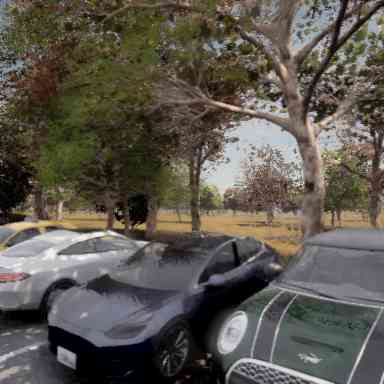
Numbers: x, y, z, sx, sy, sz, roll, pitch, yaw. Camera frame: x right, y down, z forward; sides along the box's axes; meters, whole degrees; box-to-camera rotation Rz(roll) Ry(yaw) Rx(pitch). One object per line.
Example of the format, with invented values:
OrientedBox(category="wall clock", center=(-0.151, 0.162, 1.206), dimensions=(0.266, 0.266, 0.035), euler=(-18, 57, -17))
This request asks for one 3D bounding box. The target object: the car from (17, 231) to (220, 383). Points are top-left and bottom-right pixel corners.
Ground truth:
OrientedBox(category="car", center=(-0.037, 1.516, 5.783), dimensions=(2.163, 1.488, 4.792), euler=(0, 0, 36))

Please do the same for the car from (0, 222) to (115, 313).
OrientedBox(category="car", center=(-2.258, 1.527, 7.439), dimensions=(2.002, 1.452, 4.674), euler=(0, 0, 36))

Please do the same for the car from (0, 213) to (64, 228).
OrientedBox(category="car", center=(-4.602, 1.484, 8.926), dimensions=(1.946, 1.575, 5.366), euler=(0, 0, 36))

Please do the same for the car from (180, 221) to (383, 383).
OrientedBox(category="car", center=(2.134, 1.361, 4.271), dimensions=(2.185, 1.767, 4.553), euler=(0, 0, 36))
